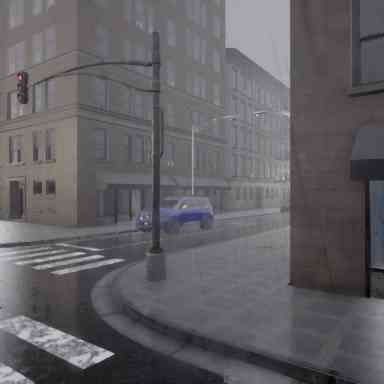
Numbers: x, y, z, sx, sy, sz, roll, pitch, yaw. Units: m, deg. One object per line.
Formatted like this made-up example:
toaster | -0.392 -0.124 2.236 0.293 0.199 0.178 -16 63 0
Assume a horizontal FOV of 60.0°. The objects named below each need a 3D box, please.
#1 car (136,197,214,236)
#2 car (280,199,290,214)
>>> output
car | -0.811 1.316 19.725 2.150 2.045 5.566 0 0 35
car | 11.434 1.561 36.914 2.097 1.767 4.553 0 0 36
